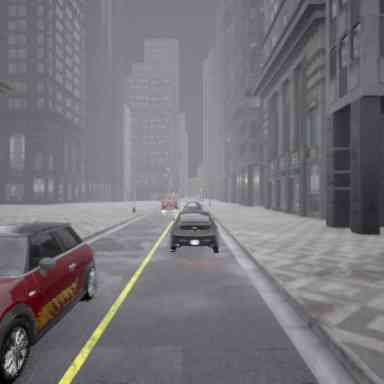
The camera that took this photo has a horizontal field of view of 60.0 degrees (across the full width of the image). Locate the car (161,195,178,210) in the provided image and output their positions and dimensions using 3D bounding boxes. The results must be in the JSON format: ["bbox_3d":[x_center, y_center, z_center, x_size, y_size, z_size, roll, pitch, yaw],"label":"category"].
[{"bbox_3d":[-3.099,1.412,47.154,2.150,2.045,5.566,0,0,0],"label":"car"}]

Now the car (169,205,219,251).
[{"bbox_3d":[0.096,1.528,14.125,1.837,1.490,4.892,0,0,0],"label":"car"}]

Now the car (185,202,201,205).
[{"bbox_3d":[0.091,1.620,30.942,1.812,1.442,4.674,0,0,0],"label":"car"}]

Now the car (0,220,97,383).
[{"bbox_3d":[-3.102,1.357,5.320,2.097,1.767,4.553,0,0,0],"label":"car"}]
